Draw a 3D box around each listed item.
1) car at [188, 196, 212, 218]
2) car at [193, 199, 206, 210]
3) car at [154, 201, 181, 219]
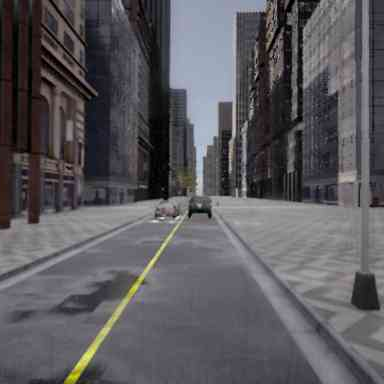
[{"bbox_3d":[0.753,1.366,31.881,2.150,2.045,5.566,0,-1,2],"label":"car"},{"bbox_3d":[1.090,1.737,46.869,1.812,1.442,4.674,0,0,2],"label":"car"},{"bbox_3d":[-2.336,1.684,30.570,1.812,1.442,4.674,0,0,1],"label":"car"}]
